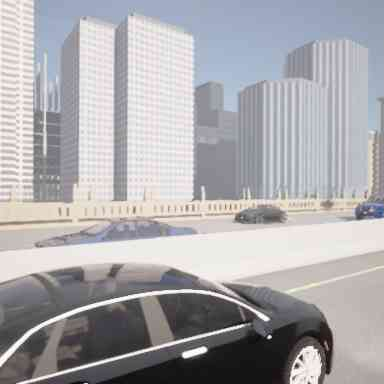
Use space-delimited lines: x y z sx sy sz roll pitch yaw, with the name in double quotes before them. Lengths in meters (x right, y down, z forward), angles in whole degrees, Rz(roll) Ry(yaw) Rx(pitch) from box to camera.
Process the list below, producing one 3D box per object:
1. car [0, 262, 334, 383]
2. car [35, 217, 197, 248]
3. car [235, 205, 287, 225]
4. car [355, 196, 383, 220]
"car" -0.517 1.511 3.376 4.892 1.490 1.837 0 0 -35
"car" -2.252 1.567 10.983 5.357 1.411 2.033 0 0 -35
"car" 5.196 1.645 24.885 4.181 1.385 1.994 0 0 -35
"car" 16.238 1.349 28.455 5.566 2.045 2.150 0 0 -35
